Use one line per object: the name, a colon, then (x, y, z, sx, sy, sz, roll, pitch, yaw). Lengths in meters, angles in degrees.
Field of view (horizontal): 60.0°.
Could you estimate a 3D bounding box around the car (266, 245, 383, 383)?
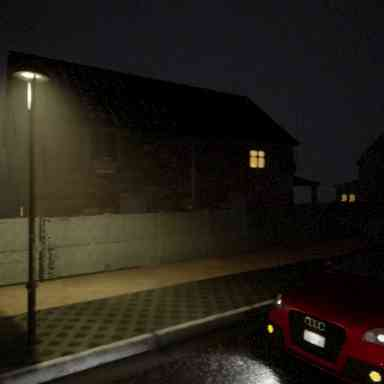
car: (3.122, 1.570, 5.076, 4.181, 1.385, 1.994, 0, 0, -33)
